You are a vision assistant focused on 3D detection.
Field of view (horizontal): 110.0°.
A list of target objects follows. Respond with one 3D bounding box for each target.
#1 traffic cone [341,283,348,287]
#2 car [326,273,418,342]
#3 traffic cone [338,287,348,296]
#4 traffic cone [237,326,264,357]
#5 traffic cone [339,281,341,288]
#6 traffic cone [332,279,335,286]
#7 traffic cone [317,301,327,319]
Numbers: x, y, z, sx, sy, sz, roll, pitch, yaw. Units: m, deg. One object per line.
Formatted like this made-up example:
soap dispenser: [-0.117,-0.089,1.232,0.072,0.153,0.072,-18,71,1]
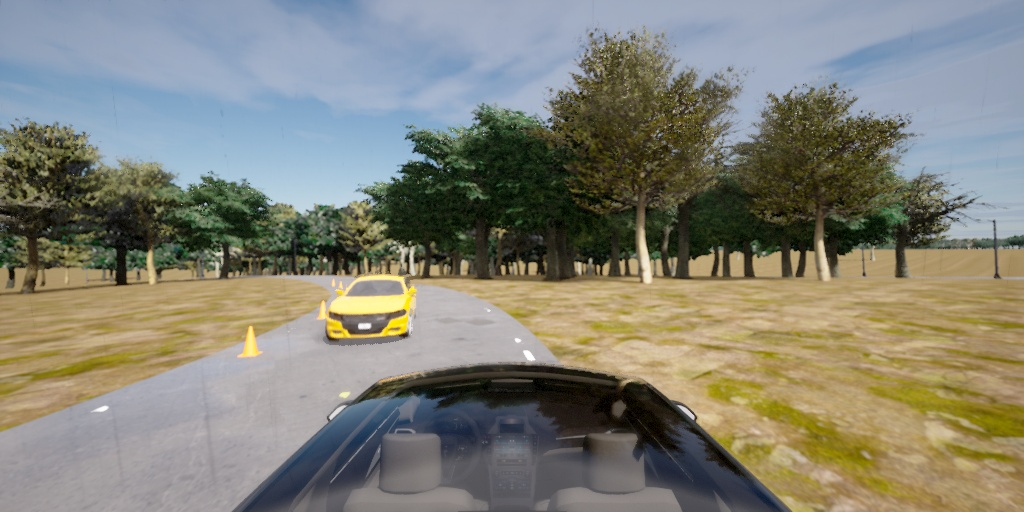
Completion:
traffic cone: [-9.636,1.946,20.897,0.340,0.580,0.340,0,0,-26]
car: [-3.775,1.294,10.322,1.882,1.535,5.008,0,-1,-13]
traffic cone: [-7.765,1.865,16.566,0.340,0.580,0.340,0,0,-20]
traffic cone: [-5.424,1.754,7.440,0.340,0.580,0.340,0,0,-8]
traffic cone: [-11.965,2.044,25.065,0.340,0.580,0.340,0,0,-31]
traffic cone: [-14.568,2.157,29.257,0.340,0.580,0.340,0,0,-33]
traffic cone: [-6.356,1.801,12.064,0.340,0.580,0.340,0,0,-14]
